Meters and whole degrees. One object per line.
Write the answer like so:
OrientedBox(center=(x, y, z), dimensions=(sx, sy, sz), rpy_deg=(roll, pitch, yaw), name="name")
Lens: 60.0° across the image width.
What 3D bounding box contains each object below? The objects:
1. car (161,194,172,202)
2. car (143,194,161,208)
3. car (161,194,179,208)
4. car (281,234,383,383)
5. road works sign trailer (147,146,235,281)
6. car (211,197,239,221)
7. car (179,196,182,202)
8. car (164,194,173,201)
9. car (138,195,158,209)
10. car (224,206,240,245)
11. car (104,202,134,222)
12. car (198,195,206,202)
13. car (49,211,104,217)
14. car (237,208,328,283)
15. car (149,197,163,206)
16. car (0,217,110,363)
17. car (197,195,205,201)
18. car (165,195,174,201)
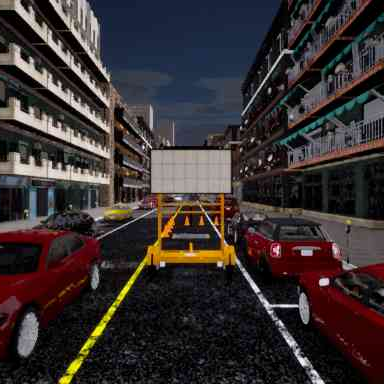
OrientedBox(center=(-5.910, 1.292, 77.292), dimensions=(2.192, 1.841, 5.009), rpy_deg=(0, 0, 0), name="car")
OrientedBox(center=(-5.829, 1.305, 49.110), dimensions=(2.192, 1.841, 5.009), rpy_deg=(0, 0, 0), name="car")
OrientedBox(center=(-3.236, 1.495, 48.190), dimensions=(1.837, 1.490, 4.892), rpy_deg=(0, 0, 0), name="car")
OrientedBox(center=(2.682, 1.545, 4.039), dimensions=(1.887, 1.381, 4.507), rpy_deg=(0, 0, 0), name="car")
OrientedBox(center=(-0.027, 0.464, 9.800), dimensions=(2.380, 3.560, 2.880), rpy_deg=(0, 0, 0), name="road works sign trailer")
OrientedBox(center=(2.617, 1.312, 26.585), dimensions=(2.192, 1.841, 5.009), rpy_deg=(0, 0, 0), name="car")
OrientedBox(center=(-3.209, 1.505, 72.917), dimensions=(1.812, 1.442, 4.674), rpy_deg=(0, 0, 0), name="car")
OrientedBox(center=(-5.927, 1.414, 82.927), dimensions=(1.967, 1.590, 4.097), rpy_deg=(0, 0, 0), name="car")
OrientedBox(center=(-5.813, 1.432, 43.474), dimensions=(1.967, 1.590, 4.097), rpy_deg=(0, 0, 0), name="car")
OrientedBox(center=(2.649, 1.550, 15.312), dimensions=(2.008, 1.369, 4.403), rpy_deg=(0, 0, 0), name="car")
OrientedBox(center=(-5.764, 1.523, 26.394), dimensions=(1.752, 1.417, 4.829), rpy_deg=(0, 0, 0), name="car")
OrientedBox(center=(2.469, 1.502, 77.482), dimensions=(1.752, 1.417, 4.829), rpy_deg=(0, 0, 0), name="car")
OrientedBox(center=(-5.732, 1.565, 15.290), dimensions=(1.947, 1.339, 4.313), rpy_deg=(0, 0, 0), name="car")
OrientedBox(center=(2.665, 1.440, 9.676), dimensions=(1.967, 1.590, 4.097), rpy_deg=(0, 0, 0), name="car")
OrientedBox(center=(-5.847, 1.569, 54.747), dimensions=(1.802, 1.307, 4.206), rpy_deg=(0, 0, 0), name="car")
OrientedBox(center=(-3.117, 1.478, 6.062), dimensions=(1.882, 1.535, 5.008), rpy_deg=(0, 0, 0), name="car")
OrientedBox(center=(2.437, 1.516, 88.585), dimensions=(1.887, 1.381, 4.507), rpy_deg=(0, 0, 0), name="car")
OrientedBox(center=(-5.944, 1.516, 88.565), dimensions=(1.887, 1.381, 4.507), rpy_deg=(0, 0, 0), name="car")
